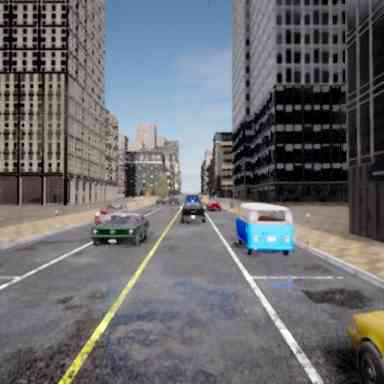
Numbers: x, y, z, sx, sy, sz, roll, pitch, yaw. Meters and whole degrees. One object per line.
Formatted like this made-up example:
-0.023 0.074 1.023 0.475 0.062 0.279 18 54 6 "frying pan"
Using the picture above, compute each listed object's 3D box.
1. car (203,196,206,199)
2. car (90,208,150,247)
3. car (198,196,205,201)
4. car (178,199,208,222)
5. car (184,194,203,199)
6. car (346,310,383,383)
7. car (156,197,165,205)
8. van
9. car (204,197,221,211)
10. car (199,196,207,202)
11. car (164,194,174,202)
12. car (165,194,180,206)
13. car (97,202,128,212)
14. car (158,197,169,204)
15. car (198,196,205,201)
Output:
2.664 1.654 67.945 1.752 1.417 4.829 1 0 0 "car"
-3.110 1.628 15.248 1.895 1.301 4.718 0 0 0 "car"
2.648 1.749 94.974 1.947 1.339 4.313 1 0 0 "car"
0.084 1.555 26.697 1.837 1.490 4.892 0 0 0 "car"
0.073 1.306 45.899 2.150 2.045 5.566 0 0 0 "car"
2.702 1.530 2.131 1.752 1.417 4.829 1 0 0 "car"
-5.714 1.683 62.275 1.947 1.339 4.313 1 0 0 "car"
2.699 1.365 13.116 1.690 1.788 3.998 1 0 0 "van"
2.679 1.658 41.002 1.802 1.307 4.206 1 0 0 "car"
2.654 1.705 84.094 1.887 1.381 4.507 1 0 0 "car"
-5.722 1.475 84.059 2.192 1.841 5.009 1 0 0 "car"
-3.080 1.609 56.839 1.837 1.490 4.892 0 0 1 "car"
-5.656 1.484 24.139 1.967 1.590 4.097 1 0 0 "car"
-5.717 1.672 67.721 1.887 1.381 4.507 1 0 0 "car"
2.651 1.698 89.704 1.752 1.417 4.829 1 0 0 "car"
